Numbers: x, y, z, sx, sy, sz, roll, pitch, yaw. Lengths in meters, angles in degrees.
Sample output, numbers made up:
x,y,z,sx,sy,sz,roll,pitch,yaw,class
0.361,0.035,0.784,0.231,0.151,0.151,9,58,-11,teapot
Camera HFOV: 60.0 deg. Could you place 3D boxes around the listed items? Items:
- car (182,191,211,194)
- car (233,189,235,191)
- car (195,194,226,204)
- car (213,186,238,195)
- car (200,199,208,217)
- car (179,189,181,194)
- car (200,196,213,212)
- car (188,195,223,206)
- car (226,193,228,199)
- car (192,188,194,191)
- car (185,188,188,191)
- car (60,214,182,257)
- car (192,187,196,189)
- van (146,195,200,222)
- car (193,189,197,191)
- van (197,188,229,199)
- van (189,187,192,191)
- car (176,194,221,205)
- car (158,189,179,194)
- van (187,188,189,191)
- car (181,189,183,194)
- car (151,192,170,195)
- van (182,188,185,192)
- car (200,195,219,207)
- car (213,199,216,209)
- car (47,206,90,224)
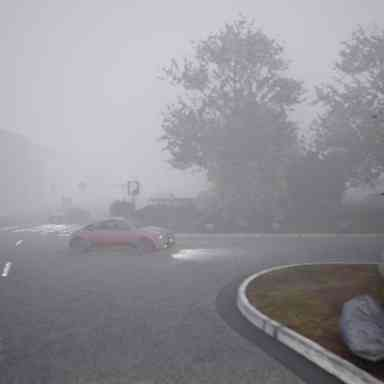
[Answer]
x,y,z,sx,sy,sz,roll,pitch,yaw,class
1.382,1.143,44.348,4.553,1.767,2.185,-1,1,11,car
5.385,0.702,66.187,5.366,1.575,1.946,-1,1,11,car
2.931,1.095,52.533,4.674,1.452,2.002,-1,1,11,car
8.169,0.100,79.772,5.566,2.045,2.435,-1,1,11,car
-1.252,1.658,30.732,4.792,1.488,2.163,-1,1,11,car
-6.034,0.669,76.020,5.366,1.575,1.946,-1,1,11,car
-0.937,1.556,33.498,5.366,1.575,1.946,-1,1,11,car
1.878,1.237,47.083,4.674,1.452,2.002,-1,1,11,car
2.402,1.126,49.806,5.008,1.535,2.097,-1,1,11,car
-2.630,0.261,92.490,4.792,1.488,2.163,-1,1,11,car
-4.261,0.456,84.240,5.008,1.535,2.097,-1,1,11,car
-2.797,1.759,13.507,4.181,1.385,1.994,-1,-2,11,car
-2.128,0.189,95.252,4.674,1.452,2.002,-1,2,11,car
-1.926,1.478,28.032,4.442,1.987,1.878,-1,1,11,van
2.114,0.603,75.057,2.128,1.511,4.902,-1,1,11,car
3.571,0.758,55.227,4.442,1.987,1.878,-1,1,11,van
-3.081,0.081,89.716,4.442,1.987,1.878,-1,1,11,van
0.832,1.340,41.632,5.008,1.535,2.097,-1,1,11,car
-6.416,0.490,73.232,5.566,2.045,2.435,-1,1,11,car
-3.841,0.160,87.011,4.442,1.987,1.878,-1,1,11,van
-5.317,0.639,78.736,4.674,1.452,2.002,-1,1,11,car
-5.580,1.202,52.811,2.128,1.511,4.902,-1,1,11,car
-4.677,0.300,81.460,4.442,1.987,1.878,-1,1,11,van
0.294,1.413,38.910,4.892,1.521,2.231,-1,1,11,car
-0.198,1.513,36.181,4.792,1.488,2.163,-1,1,11,car
-10.363,1.918,28.186,1.994,1.385,4.181,-1,1,11,car
